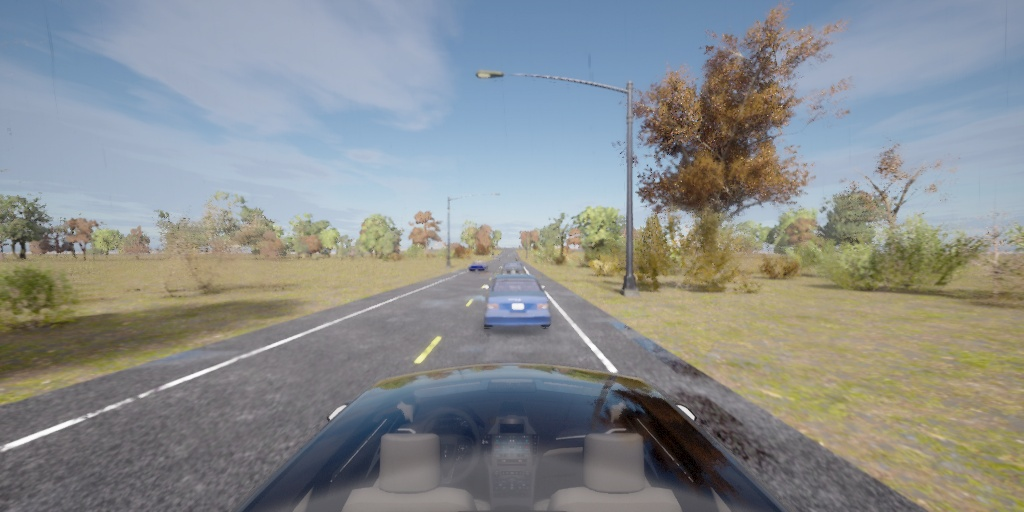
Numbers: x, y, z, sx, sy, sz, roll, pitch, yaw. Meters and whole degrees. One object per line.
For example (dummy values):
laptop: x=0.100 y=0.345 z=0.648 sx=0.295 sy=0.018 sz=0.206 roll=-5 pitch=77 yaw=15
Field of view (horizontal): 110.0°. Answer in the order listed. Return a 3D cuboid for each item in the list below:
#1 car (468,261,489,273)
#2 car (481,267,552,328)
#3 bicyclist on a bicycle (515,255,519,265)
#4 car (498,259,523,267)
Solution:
car: x=-3.604 y=1.166 z=38.851 sx=1.895 sy=1.301 sz=4.718 roll=0 pitch=0 yaw=0
car: x=0.088 y=1.251 z=11.130 sx=2.033 sy=1.411 sz=5.357 roll=0 pitch=0 yaw=-1
bicyclist on a bicycle: x=0.954 y=0.888 z=62.220 sx=0.582 sy=1.620 sz=1.656 roll=0 pitch=0 yaw=0
car: x=0.080 y=1.168 z=28.119 sx=2.033 sy=1.411 sz=5.357 roll=0 pitch=0 yaw=0
